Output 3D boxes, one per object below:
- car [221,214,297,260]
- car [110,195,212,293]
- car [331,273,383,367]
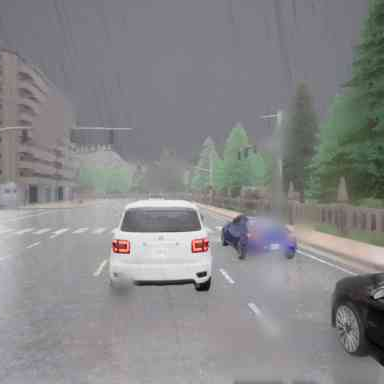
[{"bbox_3d":[2.333,1.526,12.404,1.812,1.442,4.674,0,0,-6],"label":"car"},{"bbox_3d":[-0.809,1.221,9.042,2.150,2.045,5.566,0,0,-5],"label":"car"},{"bbox_3d":[3.117,1.492,3.177,2.128,1.511,4.902,0,0,-3],"label":"car"}]
